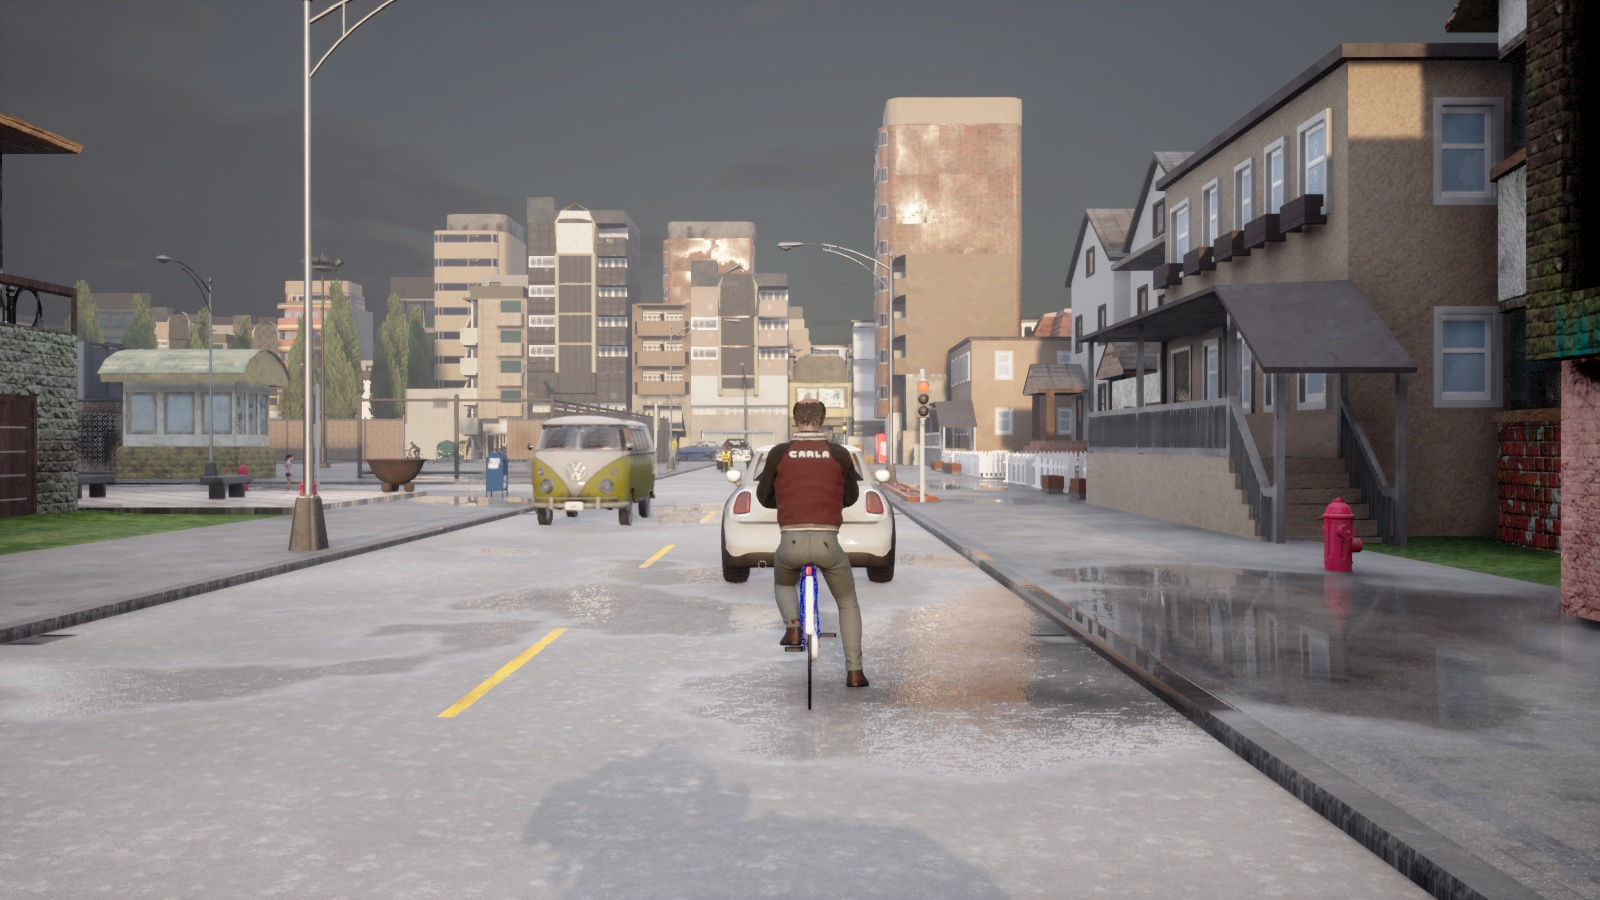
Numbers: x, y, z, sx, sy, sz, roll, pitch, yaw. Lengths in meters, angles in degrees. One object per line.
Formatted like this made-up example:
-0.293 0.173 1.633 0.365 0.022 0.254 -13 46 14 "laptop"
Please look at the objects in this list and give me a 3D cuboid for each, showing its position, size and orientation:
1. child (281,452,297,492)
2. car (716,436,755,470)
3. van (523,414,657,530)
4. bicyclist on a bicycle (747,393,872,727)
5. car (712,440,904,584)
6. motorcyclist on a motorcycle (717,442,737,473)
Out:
-14.515 0.621 35.680 0.394 1.110 0.255 0 0 -15 "child"
-3.610 0.161 70.722 1.932 1.855 4.605 0 0 1 "car"
-3.854 0.362 23.755 1.775 1.987 4.442 0 0 0 "van"
0.056 0.574 7.591 0.659 1.776 1.843 0 1 0 "bicyclist on a bicycle"
0.093 0.628 14.787 1.970 1.475 3.806 0 0 0 "car"
-3.636 0.372 62.667 0.797 1.523 2.044 0 0 2 "motorcyclist on a motorcycle"
